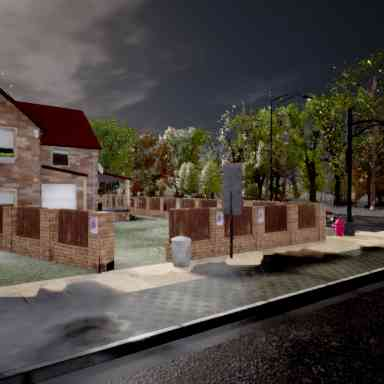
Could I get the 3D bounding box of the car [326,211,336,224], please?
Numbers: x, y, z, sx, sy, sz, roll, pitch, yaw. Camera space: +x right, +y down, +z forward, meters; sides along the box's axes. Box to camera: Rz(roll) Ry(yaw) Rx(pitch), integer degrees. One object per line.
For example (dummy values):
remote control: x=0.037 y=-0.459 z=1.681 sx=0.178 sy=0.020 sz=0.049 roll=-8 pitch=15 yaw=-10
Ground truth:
car: x=7.663 y=1.469 z=23.334 sx=1.812 sy=1.442 sz=4.674 roll=0 pitch=0 yaw=-36

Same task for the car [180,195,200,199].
car: x=-0.534 y=1.209 z=46.227 sx=2.097 sy=1.767 sz=4.553 roll=0 pitch=0 yaw=-36
